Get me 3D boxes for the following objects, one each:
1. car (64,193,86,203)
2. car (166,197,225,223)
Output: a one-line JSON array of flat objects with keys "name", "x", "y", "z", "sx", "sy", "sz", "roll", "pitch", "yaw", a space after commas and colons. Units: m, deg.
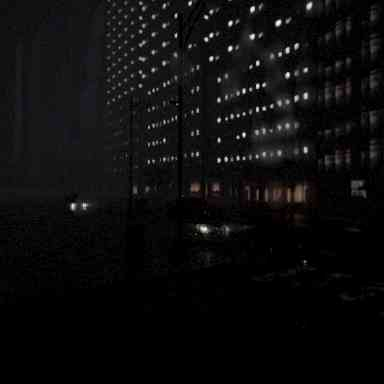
[{"name": "car", "x": -15.784, "y": 0.765, "z": 44.850, "sx": 1.895, "sy": 1.301, "sz": 4.718, "roll": 0, "pitch": 1, "yaw": -34}, {"name": "car", "x": 0.115, "y": 1.094, "z": 21.914, "sx": 1.882, "sy": 1.535, "sz": 5.008, "roll": 0, "pitch": 1, "yaw": -35}]
